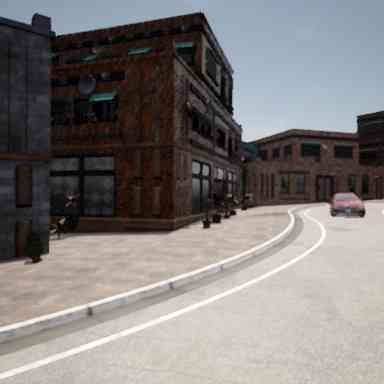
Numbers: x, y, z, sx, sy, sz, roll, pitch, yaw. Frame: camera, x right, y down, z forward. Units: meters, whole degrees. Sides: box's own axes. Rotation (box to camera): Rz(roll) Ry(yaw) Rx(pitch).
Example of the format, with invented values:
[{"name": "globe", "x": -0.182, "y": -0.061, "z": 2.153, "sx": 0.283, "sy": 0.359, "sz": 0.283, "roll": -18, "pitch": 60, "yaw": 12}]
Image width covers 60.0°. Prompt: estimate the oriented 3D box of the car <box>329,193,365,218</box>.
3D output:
[{"name": "car", "x": 10.144, "y": 0.780, "z": 22.091, "sx": 1.812, "sy": 1.442, "sz": 4.674, "roll": 0, "pitch": 2, "yaw": 20}]
